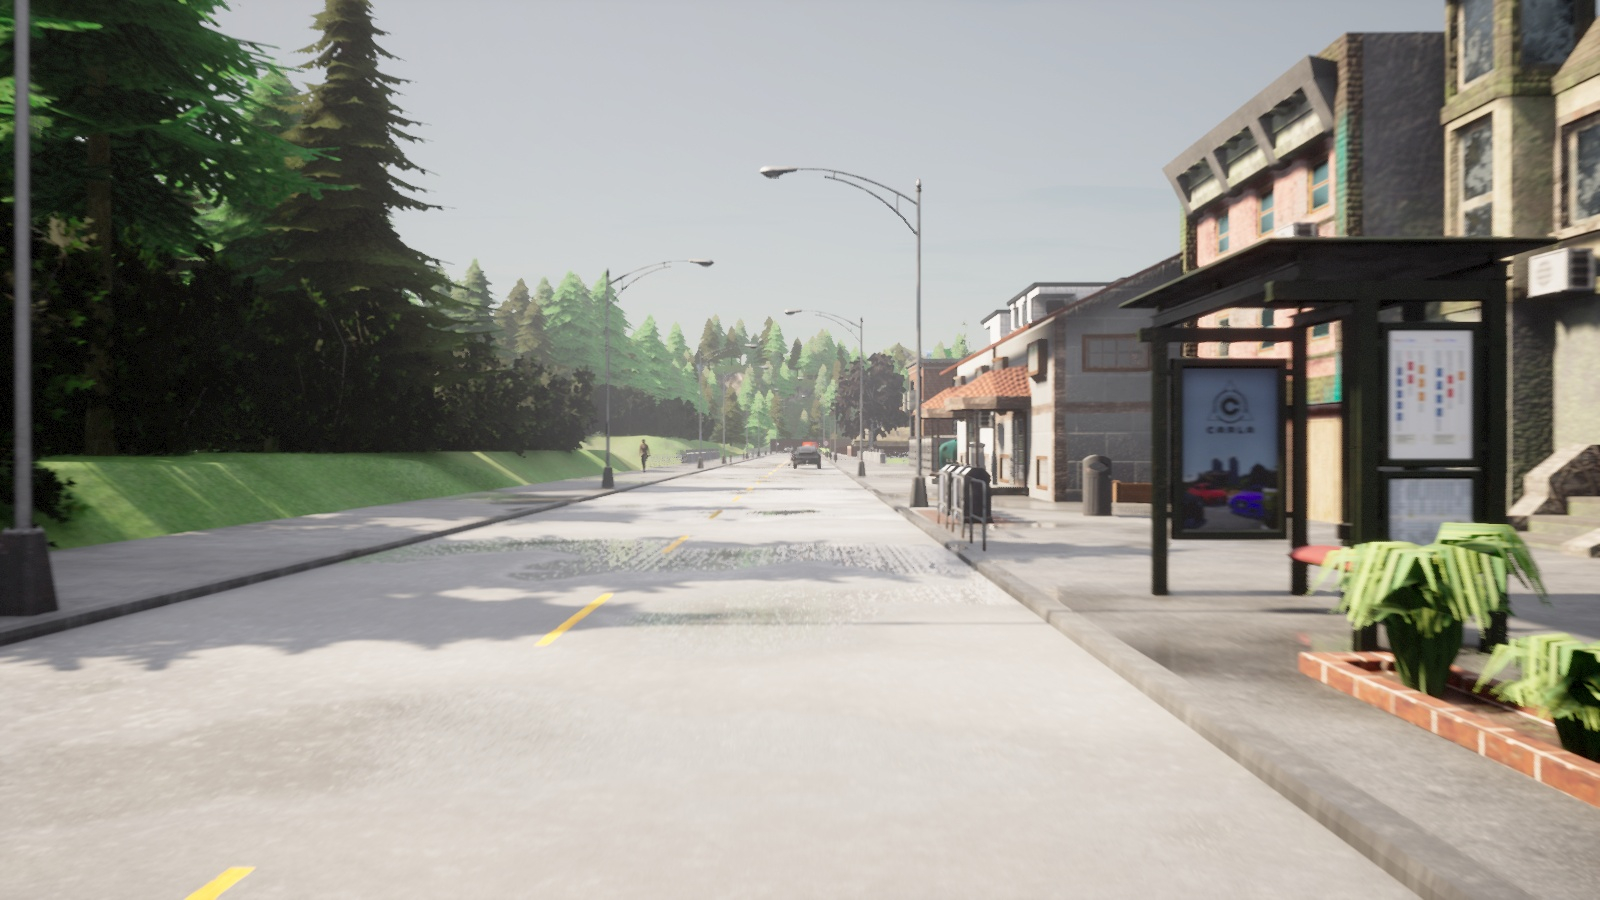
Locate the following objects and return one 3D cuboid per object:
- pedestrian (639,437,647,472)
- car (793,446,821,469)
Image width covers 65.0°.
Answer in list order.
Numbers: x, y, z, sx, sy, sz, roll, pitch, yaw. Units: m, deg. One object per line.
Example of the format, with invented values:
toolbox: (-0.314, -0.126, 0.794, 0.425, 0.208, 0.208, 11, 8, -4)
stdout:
pedestrian: (-8.158, 0.253, 65.332, 0.328, 1.805, 0.869, 0, 0, 0)
car: (0.481, 0.497, 85.214, 1.837, 1.490, 4.892, 0, 0, 0)
